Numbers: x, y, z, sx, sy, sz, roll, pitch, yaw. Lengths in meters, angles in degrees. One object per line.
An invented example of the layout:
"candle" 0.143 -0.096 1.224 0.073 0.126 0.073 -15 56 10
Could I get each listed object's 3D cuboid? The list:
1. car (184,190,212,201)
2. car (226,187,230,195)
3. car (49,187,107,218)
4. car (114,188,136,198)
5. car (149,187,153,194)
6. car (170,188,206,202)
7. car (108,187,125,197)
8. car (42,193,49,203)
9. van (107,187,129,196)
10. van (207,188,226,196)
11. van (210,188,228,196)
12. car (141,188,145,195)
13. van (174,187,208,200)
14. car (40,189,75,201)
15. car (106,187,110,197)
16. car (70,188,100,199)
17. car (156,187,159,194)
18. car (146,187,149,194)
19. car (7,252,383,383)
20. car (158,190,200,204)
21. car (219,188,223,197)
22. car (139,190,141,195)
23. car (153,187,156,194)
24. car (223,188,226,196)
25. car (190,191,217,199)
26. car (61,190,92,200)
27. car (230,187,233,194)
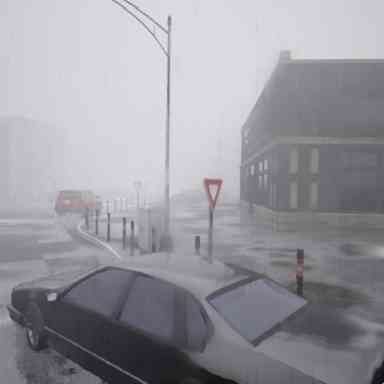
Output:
"car" 1.118 0.554 59.611 4.553 1.767 2.185 1 1 12
"car" 5.772 -0.010 81.345 5.566 2.045 2.435 1 1 12
"car" -8.921 0.873 26.661 2.150 2.045 5.566 1 1 2
"car" -13.331 0.431 66.454 1.994 1.385 4.181 1 1 12
"car" -13.637 -0.115 87.203 4.892 1.521 2.231 1 1 12
"car" -0.628 0.705 51.453 4.553 1.767 2.185 1 1 12
"car" -16.912 0.195 70.989 5.366 1.575 1.946 1 1 12
"car" -17.813 0.437 46.049 2.150 2.045 5.566 1 1 13
"van" -16.401 -0.083 73.694 4.442 1.987 1.878 1 1 12
"van" 6.212 -0.039 84.094 4.442 1.987 1.878 1 1 12
"van" 7.022 -0.084 86.760 4.442 1.987 1.878 1 1 12
"car" -14.822 -0.142 81.815 4.553 1.767 2.185 1 1 12
"van" -0.163 0.555 54.325 4.442 1.987 1.878 1 1 12
"car" -21.089 0.419 52.137 4.553 1.767 2.185 1 1 12
"car" -18.825 0.358 62.941 4.892 1.521 2.231 1 1 12
"car" -19.363 0.282 60.230 4.553 1.767 2.185 1 1 12
"car" -12.486 -0.210 92.595 4.892 1.521 2.231 1 1 12
"car" -14.185 -0.192 84.499 4.553 1.767 2.185 1 1 12
"car" -0.391 1.542 4.260 5.357 1.411 2.033 1 0 40
"car" -1.827 0.938 46.154 4.792 1.488 2.163 1 1 12
"car" 2.863 0.260 67.759 5.566 2.045 2.435 1 1 12
"car" -15.397 -0.091 79.120 4.553 1.767 2.185 1 1 12
"car" -13.061 -0.163 89.899 4.892 1.521 2.231 1 1 12
"car" 3.997 0.146 73.328 5.566 2.045 2.435 1 1 12
"car" 2.256 0.568 65.053 4.892 1.521 2.231 1 1 12
"car" -19.968 0.494 57.543 4.674 1.452 2.002 1 1 12
"car" 8.039 0.072 92.231 4.792 1.488 2.163 1 1 12
